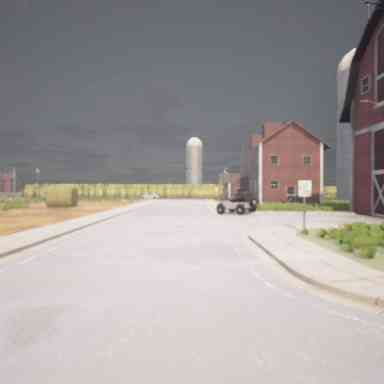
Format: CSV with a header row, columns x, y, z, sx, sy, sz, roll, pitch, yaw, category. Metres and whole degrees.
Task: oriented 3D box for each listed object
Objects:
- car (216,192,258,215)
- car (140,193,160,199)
x,y,z,sx,sy,sz,roll,pitch,yaw,category
4.022,0.984,29.901,1.905,1.878,3.866,-8,4,-42,car
-10.288,1.027,81.271,4.674,1.442,1.812,0,0,1,car
